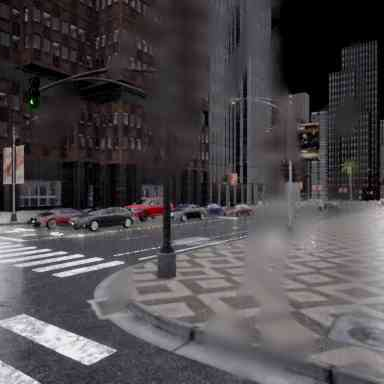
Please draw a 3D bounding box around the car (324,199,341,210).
[{"bbox_3d":[26.071,2.507,62.283,1.837,1.490,4.892,0,-1,35],"label":"car"}]

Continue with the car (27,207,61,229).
[{"bbox_3d":[-9.271,1.787,23.497,1.994,1.385,4.181,0,-1,36],"label":"car"}]

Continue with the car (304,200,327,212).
[{"bbox_3d":[19.350,2.372,52.712,2.033,1.411,5.357,0,-1,35],"label":"car"}]

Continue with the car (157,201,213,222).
[{"bbox_3d":[-0.508,1.873,30.352,2.128,1.511,4.902,0,-1,35],"label":"car"}]

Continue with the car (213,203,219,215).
[{"bbox_3d":[1.948,2.033,39.521,1.812,1.442,4.674,0,-1,35],"label":"car"}]

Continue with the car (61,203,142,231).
[{"bbox_3d":[-5.982,1.748,22.542,1.837,1.490,4.892,0,-1,35],"label":"car"}]

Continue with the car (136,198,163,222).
[{"bbox_3d":[-3.983,1.578,31.056,2.150,2.045,5.566,0,-1,35],"label":"car"}]

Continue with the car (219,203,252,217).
[{"bbox_3d":[5.379,2.057,38.735,1.812,1.442,4.674,0,-1,35],"label":"car"}]
